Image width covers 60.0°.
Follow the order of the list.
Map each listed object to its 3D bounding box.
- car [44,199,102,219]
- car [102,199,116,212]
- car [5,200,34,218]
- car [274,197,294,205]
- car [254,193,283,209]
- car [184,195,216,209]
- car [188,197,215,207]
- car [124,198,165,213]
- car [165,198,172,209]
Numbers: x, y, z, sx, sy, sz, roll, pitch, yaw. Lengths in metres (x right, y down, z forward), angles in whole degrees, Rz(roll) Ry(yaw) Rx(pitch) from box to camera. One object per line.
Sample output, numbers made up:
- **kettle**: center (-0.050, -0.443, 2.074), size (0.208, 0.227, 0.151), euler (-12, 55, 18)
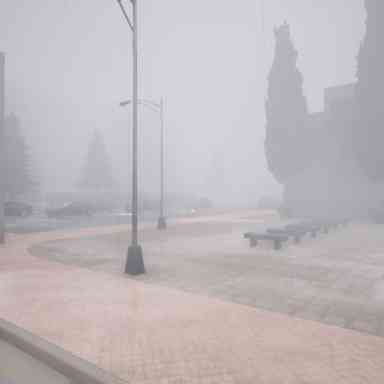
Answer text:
- **car**: center (-10.742, 1.526, 29.708), size (1.812, 1.442, 4.674), euler (0, 0, 37)
- **car**: center (-10.424, 1.491, 35.890), size (2.128, 1.511, 4.902), euler (0, 0, 38)
- **car**: center (-16.207, 1.505, 28.462), size (1.837, 1.490, 4.892), euler (0, 0, 39)
- **car**: center (16.398, 1.564, 58.909), size (1.994, 1.385, 4.181), euler (0, 0, 38)
- **car**: center (10.943, 1.351, 46.091), size (2.097, 1.767, 4.553), euler (0, 0, 38)
- **car**: center (0.902, 1.505, 44.834), size (1.837, 1.490, 4.892), euler (0, 0, 38)
- **car**: center (1.493, 1.564, 51.303), size (1.994, 1.385, 4.181), euler (0, 0, 38)
- **car**: center (-5.438, 1.564, 36.612), size (1.994, 1.385, 4.181), euler (0, 0, 38)
- **car**: center (-4.659, 1.505, 43.363), size (1.837, 1.490, 4.892), euler (0, 0, 38)
